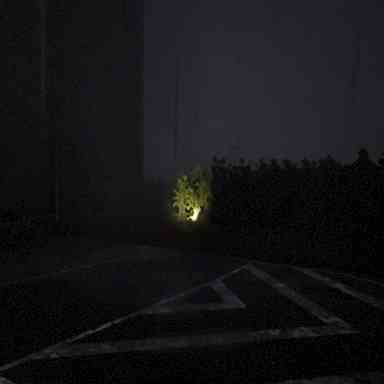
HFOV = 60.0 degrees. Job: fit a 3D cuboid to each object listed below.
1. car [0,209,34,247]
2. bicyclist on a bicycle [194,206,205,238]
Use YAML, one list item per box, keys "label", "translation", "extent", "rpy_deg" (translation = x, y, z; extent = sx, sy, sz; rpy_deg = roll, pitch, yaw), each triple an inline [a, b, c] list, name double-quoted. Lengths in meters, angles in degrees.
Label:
- label: "car"
  translation: [-8.487, 1.474, 13.030]
  extent: [1.851, 1.617, 3.988]
  rpy_deg: [0, 0, 35]
- label: "bicyclist on a bicycle"
  translation: [0.558, 1.509, 16.013]
  extent: [0.582, 1.620, 1.656]
  rpy_deg: [-1, 4, -37]
